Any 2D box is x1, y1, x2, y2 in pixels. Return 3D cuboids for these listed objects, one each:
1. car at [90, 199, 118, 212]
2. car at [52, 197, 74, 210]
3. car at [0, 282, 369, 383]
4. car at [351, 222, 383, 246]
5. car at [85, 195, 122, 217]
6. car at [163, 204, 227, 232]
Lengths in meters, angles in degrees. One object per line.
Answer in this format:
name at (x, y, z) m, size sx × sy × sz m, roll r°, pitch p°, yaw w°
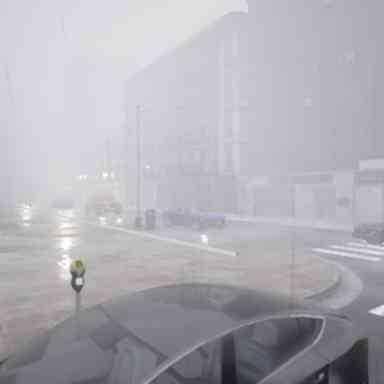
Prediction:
car at (-10.853, 1.581, 40.911) m, size 1.812 × 1.442 × 4.674 m, roll 0°, pitch 0°, yaw -35°
car at (-17.800, 1.449, 45.775) m, size 2.097 × 1.767 × 4.553 m, roll 0°, pitch 0°, yaw -35°
car at (-0.333, 1.563, 2.571) m, size 4.313 × 1.339 × 1.947 m, roll 0°, pitch 0°, yaw -35°
car at (9.084, 1.502, 12.720) m, size 2.033 × 1.411 × 5.357 m, roll 0°, pitch 0°, yaw -35°
car at (-8.903, 1.273, 33.056) m, size 2.150 × 2.045 × 5.566 m, roll 0°, pitch 0°, yaw -35°
car at (0.046, 1.482, 20.392) m, size 1.882 × 1.535 × 5.008 m, roll 0°, pitch 0°, yaw -35°
